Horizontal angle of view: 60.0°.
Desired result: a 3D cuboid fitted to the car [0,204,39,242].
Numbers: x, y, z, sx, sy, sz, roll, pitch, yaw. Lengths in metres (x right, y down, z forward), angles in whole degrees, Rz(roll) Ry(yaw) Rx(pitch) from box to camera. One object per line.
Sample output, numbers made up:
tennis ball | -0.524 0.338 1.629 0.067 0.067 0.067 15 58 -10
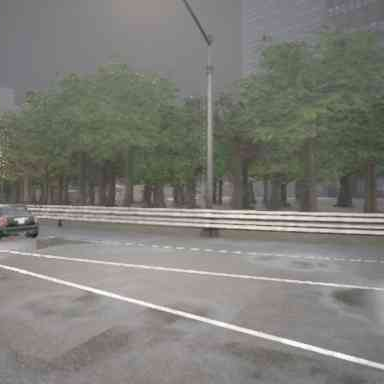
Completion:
car | -9.568 1.368 16.053 4.553 1.767 2.097 0 0 29
